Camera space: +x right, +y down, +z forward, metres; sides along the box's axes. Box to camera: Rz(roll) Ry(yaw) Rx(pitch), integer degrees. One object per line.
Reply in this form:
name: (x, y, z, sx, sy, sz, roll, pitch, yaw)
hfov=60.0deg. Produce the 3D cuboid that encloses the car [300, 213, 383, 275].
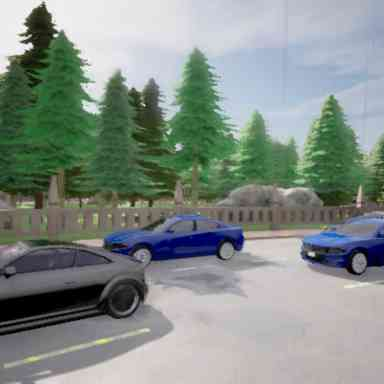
car: (5.894, 1.612, 10.836, 5.008, 1.535, 1.882, 1, 0, -21)

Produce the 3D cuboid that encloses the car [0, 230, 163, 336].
car: (-2.882, 1.576, 5.910, 4.181, 1.385, 1.994, 1, -1, -35)

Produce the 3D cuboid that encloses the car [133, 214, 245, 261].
car: (-0.503, 1.552, 11.458, 5.008, 1.535, 1.882, 1, 0, -29)
